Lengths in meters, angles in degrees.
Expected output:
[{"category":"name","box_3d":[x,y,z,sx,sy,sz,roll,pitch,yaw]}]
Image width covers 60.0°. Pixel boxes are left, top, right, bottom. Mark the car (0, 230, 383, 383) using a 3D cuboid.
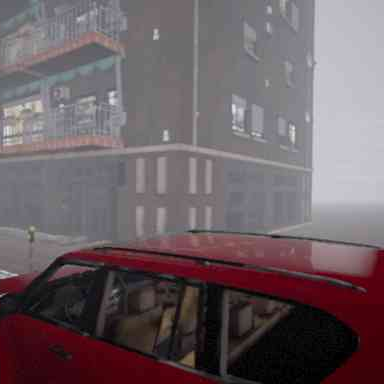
[{"category":"car","box_3d":[-0.304,1.311,3.075,5.009,1.841,2.192,0,1,36]}]
